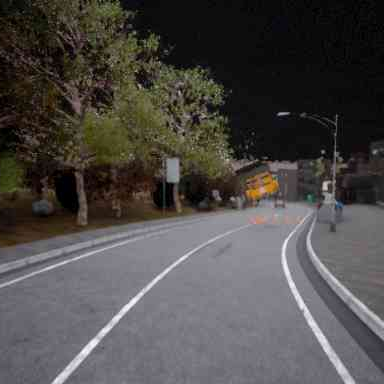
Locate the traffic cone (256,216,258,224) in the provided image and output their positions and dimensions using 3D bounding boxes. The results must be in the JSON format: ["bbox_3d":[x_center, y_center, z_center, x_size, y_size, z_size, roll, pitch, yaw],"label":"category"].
[{"bbox_3d":[4.644,2.272,25.556,0.340,0.580,0.340,2,0,22],"label":"traffic cone"}]

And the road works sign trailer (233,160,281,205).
[{"bbox_3d":[4.386,-1.169,23.149,2.380,2.880,3.560,-22,-23,18],"label":"road works sign trailer"}]

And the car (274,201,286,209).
[{"bbox_3d":[16.217,2.322,61.363,1.812,1.442,4.674,2,0,19],"label":"car"}]
